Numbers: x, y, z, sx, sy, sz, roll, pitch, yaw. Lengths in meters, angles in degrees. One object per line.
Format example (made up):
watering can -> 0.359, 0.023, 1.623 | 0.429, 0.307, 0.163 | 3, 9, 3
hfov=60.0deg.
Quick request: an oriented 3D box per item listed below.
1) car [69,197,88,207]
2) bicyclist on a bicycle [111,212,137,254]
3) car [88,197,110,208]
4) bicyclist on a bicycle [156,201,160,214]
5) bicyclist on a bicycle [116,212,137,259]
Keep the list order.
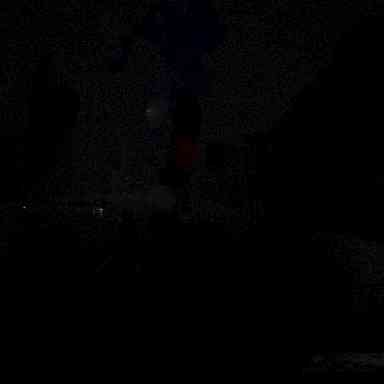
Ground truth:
car -> -16.801, 1.502, 49.759 | 1.895, 1.301, 4.718 | 3, 0, -4
bicyclist on a bicycle -> -2.866, 1.700, 14.166 | 0.866, 1.612, 1.509 | 0, -1, -2
car -> -13.558, 1.545, 49.993 | 2.128, 1.511, 4.902 | 3, 0, -4
bicyclist on a bicycle -> -4.291, 1.899, 41.890 | 0.582, 1.620, 1.656 | 3, -1, -4
bicyclist on a bicycle -> -2.456, 1.652, 13.064 | 0.659, 1.776, 1.843 | 3, -1, -4
